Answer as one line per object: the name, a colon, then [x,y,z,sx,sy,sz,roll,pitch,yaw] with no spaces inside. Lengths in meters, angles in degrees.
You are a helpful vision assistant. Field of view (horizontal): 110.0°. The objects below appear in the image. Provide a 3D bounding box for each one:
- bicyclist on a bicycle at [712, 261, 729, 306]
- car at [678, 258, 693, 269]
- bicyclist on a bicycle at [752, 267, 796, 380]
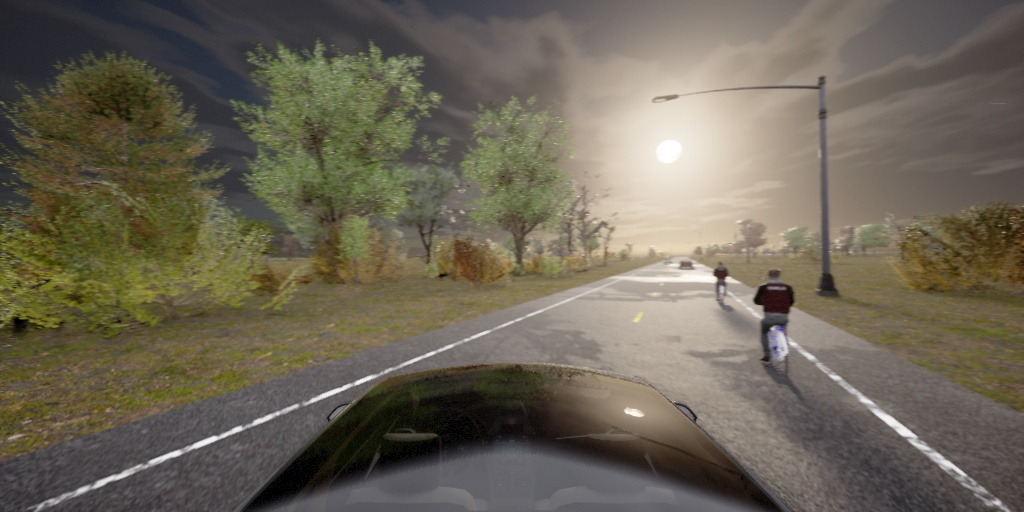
bicyclist on a bicycle: [8.446,1.065,14.526,0.659,1.776,1.843,-1,0,25]
car: [26.491,1.128,54.584,1.882,1.535,5.008,-1,0,25]
bicyclist on a bicycle: [4.500,1.075,6.206,0.659,1.776,1.843,-1,0,25]
